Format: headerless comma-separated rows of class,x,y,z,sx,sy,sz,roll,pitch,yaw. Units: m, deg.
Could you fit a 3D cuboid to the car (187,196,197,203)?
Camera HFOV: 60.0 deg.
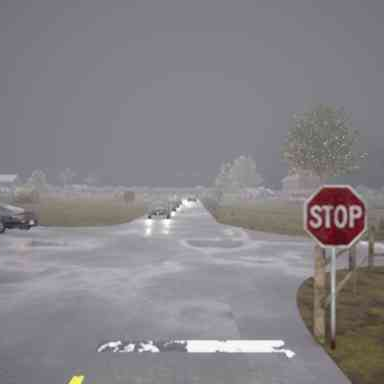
car,0.023,1.562,71.508,1.882,1.535,5.008,0,0,0

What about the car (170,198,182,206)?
car,-2.762,1.663,59.024,1.895,1.301,4.718,0,0,0

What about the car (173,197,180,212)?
car,-2.827,1.594,39.335,1.994,1.385,4.181,0,0,0

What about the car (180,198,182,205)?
car,-2.820,1.522,49.003,1.882,1.535,5.008,0,0,0

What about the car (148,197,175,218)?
car,-2.838,1.527,30.191,1.837,1.490,4.892,0,0,0

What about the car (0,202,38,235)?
car,-9.915,1.199,16.288,4.674,1.442,1.812,2,-1,10
